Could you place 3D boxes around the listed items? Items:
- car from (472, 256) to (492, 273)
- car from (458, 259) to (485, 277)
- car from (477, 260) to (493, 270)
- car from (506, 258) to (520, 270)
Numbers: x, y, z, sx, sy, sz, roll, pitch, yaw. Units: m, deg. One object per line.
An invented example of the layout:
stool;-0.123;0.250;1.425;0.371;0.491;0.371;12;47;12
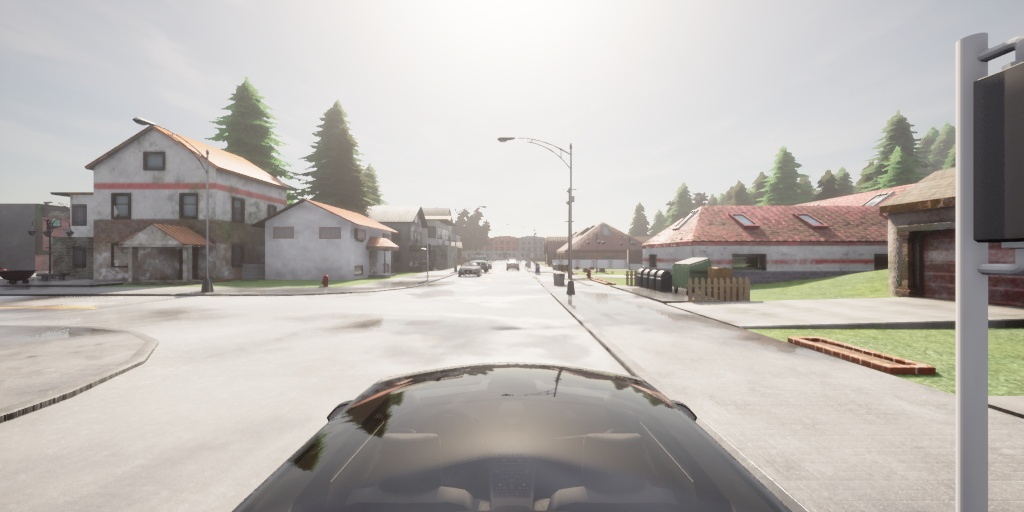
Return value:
car;-4.088;0.971;44.579;2.150;2.045;5.566;0;0;0
car;-4.090;1.314;35.432;1.994;1.385;4.181;0;0;0
car;-4.063;1.314;54.518;1.994;1.385;4.181;0;0;0
car;0.118;1.297;52.213;2.033;1.411;5.357;0;0;0
